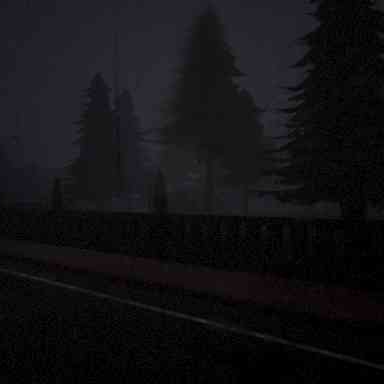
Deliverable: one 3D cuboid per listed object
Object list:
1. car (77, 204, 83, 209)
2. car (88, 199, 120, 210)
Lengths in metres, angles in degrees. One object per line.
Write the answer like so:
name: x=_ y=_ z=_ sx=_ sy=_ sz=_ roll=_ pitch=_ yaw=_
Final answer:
car: x=-16.150 y=1.844 z=53.451 sx=2.097 sy=1.767 sz=4.553 roll=-1 pitch=0 yaw=36
car: x=-13.299 y=1.805 z=51.422 sx=2.097 sy=1.767 sz=4.553 roll=-1 pitch=0 yaw=36
